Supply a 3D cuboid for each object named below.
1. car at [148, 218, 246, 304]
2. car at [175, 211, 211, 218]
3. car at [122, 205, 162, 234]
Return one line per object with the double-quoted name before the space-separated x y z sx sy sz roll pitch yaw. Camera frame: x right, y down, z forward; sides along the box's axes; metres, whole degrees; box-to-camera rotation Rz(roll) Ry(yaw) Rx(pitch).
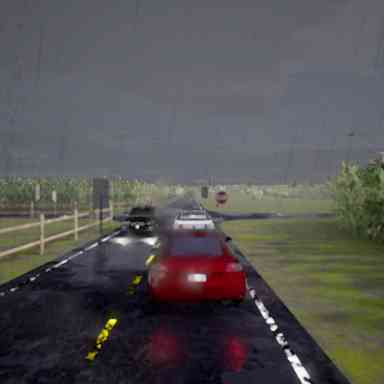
"car" 0.084 1.576 8.215 1.994 1.385 4.181 0 0 0
"car" 0.061 1.622 17.483 1.895 1.301 4.718 0 0 0
"car" -2.796 1.550 19.433 1.837 1.490 4.892 0 0 0
